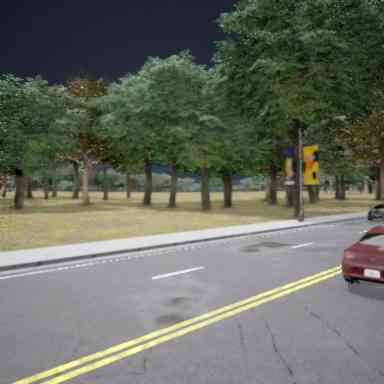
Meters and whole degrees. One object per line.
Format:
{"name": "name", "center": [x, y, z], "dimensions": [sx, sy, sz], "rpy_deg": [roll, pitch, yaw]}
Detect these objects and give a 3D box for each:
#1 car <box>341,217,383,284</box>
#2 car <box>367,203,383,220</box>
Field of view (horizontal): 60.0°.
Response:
{"name": "car", "center": [5.541, 1.573, 8.685], "dimensions": [4.674, 1.442, 1.812], "rpy_deg": [0, -1, -43]}
{"name": "car", "center": [16.337, 1.665, 27.844], "dimensions": [4.892, 1.490, 1.837], "rpy_deg": [0, -2, -43]}
